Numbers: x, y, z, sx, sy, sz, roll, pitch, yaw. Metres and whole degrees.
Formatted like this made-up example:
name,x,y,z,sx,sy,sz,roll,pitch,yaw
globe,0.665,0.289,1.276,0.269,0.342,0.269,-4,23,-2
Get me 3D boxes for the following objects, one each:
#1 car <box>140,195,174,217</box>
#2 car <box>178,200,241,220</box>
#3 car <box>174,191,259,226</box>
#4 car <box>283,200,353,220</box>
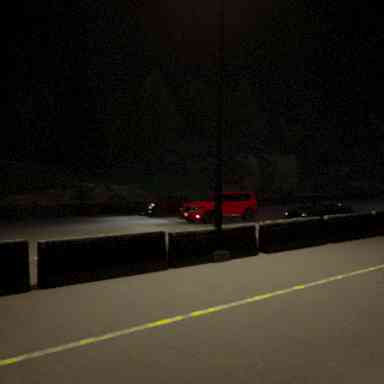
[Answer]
name,x,y,z,sx,sy,sz,roll,pitch,yaw
car,-2.025,1.084,27.801,4.553,1.767,2.097,-1,1,-33
car,1.407,1.328,25.877,4.718,1.301,1.895,-1,1,-33
car,1.936,0.990,22.028,5.566,2.045,2.150,-1,1,-33
car,8.553,1.260,22.211,5.357,1.411,2.033,-1,1,-33
